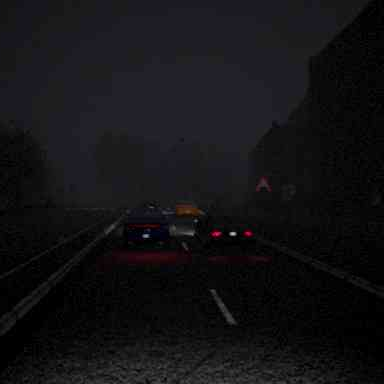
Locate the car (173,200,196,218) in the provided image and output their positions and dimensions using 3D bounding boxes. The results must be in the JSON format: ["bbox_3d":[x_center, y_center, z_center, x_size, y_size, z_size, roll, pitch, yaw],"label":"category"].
[{"bbox_3d":[-0.618,1.448,30.398,1.882,1.535,5.008,1,1,-7],"label":"car"}]

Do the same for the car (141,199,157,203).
[{"bbox_3d":[-3.826,1.429,29.836,1.837,1.490,4.892,1,1,-7],"label":"car"}]

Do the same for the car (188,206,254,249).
[{"bbox_3d":[1.242,1.617,15.019,2.033,1.411,5.357,1,0,-7],"label":"car"}]

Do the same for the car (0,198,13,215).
[{"bbox_3d":[-17.995,1.253,27.257,5.008,1.535,2.097,1,0,-7],"label":"car"}]

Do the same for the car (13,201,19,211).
[{"bbox_3d":[-18.321,1.236,29.992,4.892,1.521,2.231,1,0,-7],"label":"car"}]

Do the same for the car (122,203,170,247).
[{"bbox_3d":[-2.034,1.494,15.086,1.882,1.535,5.008,1,0,-7],"label":"car"}]
